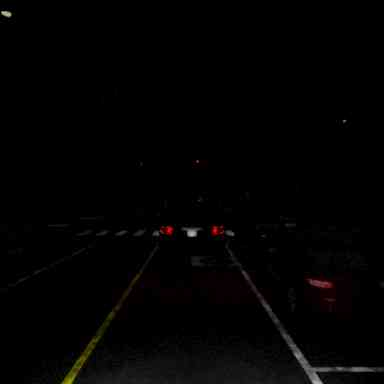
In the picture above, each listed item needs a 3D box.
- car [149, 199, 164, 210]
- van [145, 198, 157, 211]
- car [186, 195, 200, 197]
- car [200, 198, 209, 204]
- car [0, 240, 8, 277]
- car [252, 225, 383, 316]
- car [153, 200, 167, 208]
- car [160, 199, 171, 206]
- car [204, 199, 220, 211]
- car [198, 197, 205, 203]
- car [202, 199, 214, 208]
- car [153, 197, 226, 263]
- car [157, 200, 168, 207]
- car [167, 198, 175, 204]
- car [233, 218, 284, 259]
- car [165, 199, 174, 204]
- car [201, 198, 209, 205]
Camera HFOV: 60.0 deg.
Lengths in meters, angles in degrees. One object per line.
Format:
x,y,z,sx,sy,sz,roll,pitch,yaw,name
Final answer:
-5.686,1.929,53.295,1.967,1.590,4.097,0,-1,0,car
-5.712,1.778,47.628,1.690,1.788,3.998,0,-1,0,van
0.283,1.926,77.610,2.150,2.045,5.566,0,-1,0,car
2.968,2.296,81.604,2.008,1.369,4.403,0,-1,0,car
-5.858,1.619,7.343,2.008,1.369,4.403,0,-1,0,car
2.668,1.650,7.348,1.802,1.307,4.206,0,-1,0,car
-5.660,2.107,58.962,1.947,1.339,4.313,0,-1,0,car
-5.609,2.210,70.298,1.947,1.339,4.313,0,-1,0,car
2.814,1.876,47.591,1.967,1.590,4.097,0,-1,0,car
2.705,2.308,93.775,1.801,1.575,5.366,0,0,0,car
2.865,1.981,58.928,1.967,1.590,4.097,0,-1,0,car
0.012,1.340,12.586,2.150,2.045,5.566,0,0,0,car
-5.635,2.175,64.630,1.802,1.307,4.206,0,-1,0,car
-5.532,2.340,87.302,1.887,1.381,4.507,0,-1,0,car
2.668,1.669,12.941,2.008,1.369,4.403,0,-1,0,car
-5.558,2.311,81.634,1.947,1.339,4.313,0,-1,0,car
2.943,2.221,76.104,1.752,1.417,4.829,0,-1,0,car
